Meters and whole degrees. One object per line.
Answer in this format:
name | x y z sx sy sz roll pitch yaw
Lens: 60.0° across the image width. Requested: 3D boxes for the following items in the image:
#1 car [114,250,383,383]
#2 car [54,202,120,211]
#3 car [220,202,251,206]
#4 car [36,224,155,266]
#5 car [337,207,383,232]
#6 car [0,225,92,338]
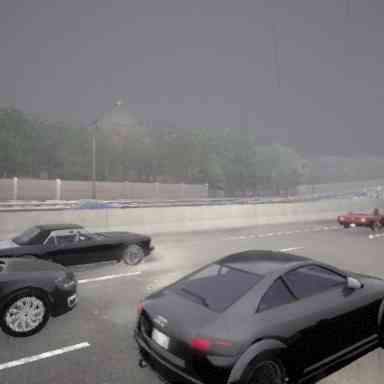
car | 1.287 1.563 4.785 4.181 1.385 1.994 0 0 -35
car | -7.721 1.473 24.264 5.008 1.535 1.882 0 0 -35
car | 3.523 1.534 27.902 5.357 1.411 2.033 0 0 -35
car | -3.528 1.600 9.826 4.718 1.301 1.895 0 0 -35
car | 10.904 1.585 20.067 4.718 1.301 1.895 0 0 -35
car | -4.279 1.505 4.991 4.892 1.490 1.837 0 0 -35
